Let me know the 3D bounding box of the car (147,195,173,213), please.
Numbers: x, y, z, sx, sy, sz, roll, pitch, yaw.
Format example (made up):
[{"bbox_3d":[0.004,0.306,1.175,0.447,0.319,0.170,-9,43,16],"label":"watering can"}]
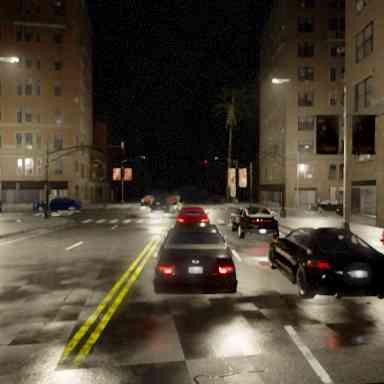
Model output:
[{"bbox_3d":[-3.493,1.481,36.987,1.837,1.490,4.892,0,0,0],"label":"car"}]

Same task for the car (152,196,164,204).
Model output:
[{"bbox_3d":[-6.797,1.579,67.454,1.994,1.385,4.181,0,0,0],"label":"car"}]

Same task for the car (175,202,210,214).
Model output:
[{"bbox_3d":[0.024,1.531,18.440,1.812,1.442,4.674,0,0,0],"label":"car"}]

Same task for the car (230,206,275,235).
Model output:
[{"bbox_3d":[3.178,1.509,17.395,1.837,1.490,4.892,0,0,0],"label":"car"}]

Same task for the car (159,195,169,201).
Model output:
[{"bbox_3d":[-6.843,1.492,82.345,2.128,1.511,4.902,0,0,0],"label":"car"}]

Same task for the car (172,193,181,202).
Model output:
[{"bbox_3d":[-3.549,1.240,71.668,2.150,2.045,5.566,0,0,0],"label":"car"}]

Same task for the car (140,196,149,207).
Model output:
[{"bbox_3d":[-6.809,1.369,52.434,2.097,1.767,4.553,0,0,0],"label":"car"}]

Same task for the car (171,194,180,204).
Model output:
[{"bbox_3d":[-3.571,1.495,57.260,1.882,1.535,5.008,0,0,0],"label":"car"}]

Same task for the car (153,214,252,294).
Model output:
[{"bbox_3d":[0.055,1.550,8.913,2.033,1.411,5.357,0,0,0],"label":"car"}]

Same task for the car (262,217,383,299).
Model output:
[{"bbox_3d":[3.274,1.566,8.482,1.994,1.385,4.181,0,0,1],"label":"car"}]

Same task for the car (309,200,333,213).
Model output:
[{"bbox_3d":[15.864,1.618,37.833,4.902,1.511,2.128,0,1,2],"label":"car"}]

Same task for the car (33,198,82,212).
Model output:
[{"bbox_3d":[-14.557,1.369,36.167,5.008,1.535,1.882,0,2,-18],"label":"car"}]

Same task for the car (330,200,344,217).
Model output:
[{"bbox_3d":[16.080,1.776,31.893,4.313,1.339,1.947,0,0,0],"label":"car"}]

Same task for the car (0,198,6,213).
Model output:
[{"bbox_3d":[-20.498,1.412,31.927,4.674,1.442,1.812,0,1,-8],"label":"car"}]
